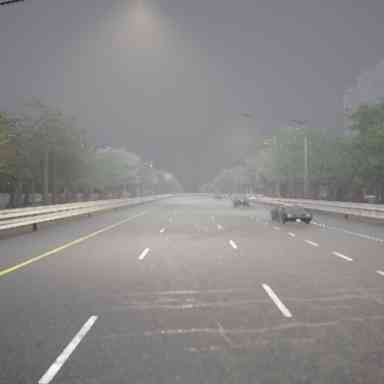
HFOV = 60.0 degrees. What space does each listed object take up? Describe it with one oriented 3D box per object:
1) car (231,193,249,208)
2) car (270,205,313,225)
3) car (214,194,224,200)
[{"bbox_3d":[7.103,1.342,49.315,2.097,1.767,4.553,0,0,0],"label":"car"},{"bbox_3d":[7.027,1.597,24.141,1.895,1.301,4.718,0,0,0],"label":"car"},{"bbox_3d":[7.261,1.475,95.350,1.837,1.490,4.892,0,0,2],"label":"car"}]
